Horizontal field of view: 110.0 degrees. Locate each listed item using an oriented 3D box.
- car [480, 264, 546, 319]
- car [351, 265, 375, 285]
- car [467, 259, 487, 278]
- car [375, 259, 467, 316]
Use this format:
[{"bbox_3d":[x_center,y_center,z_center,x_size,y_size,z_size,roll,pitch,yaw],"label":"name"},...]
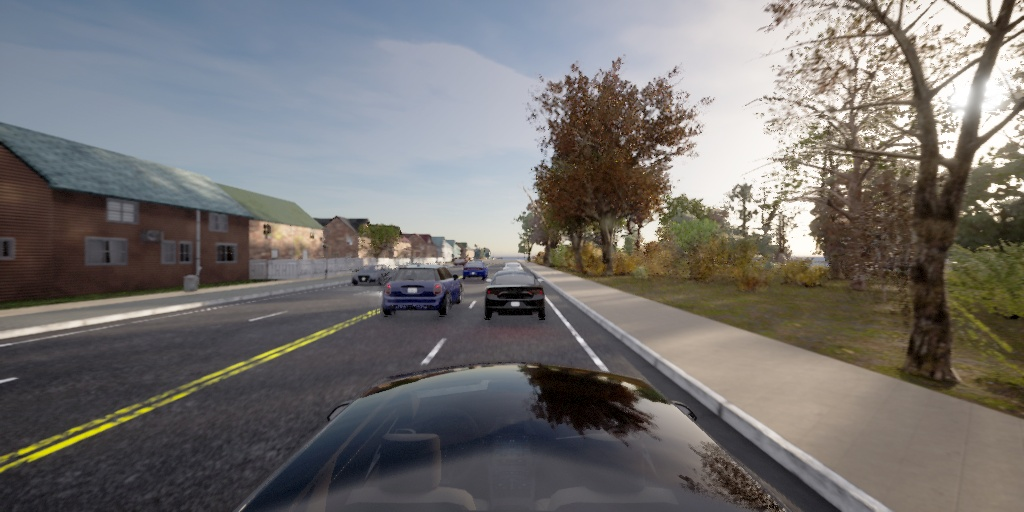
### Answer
[{"bbox_3d":[0.088,1.232,12.791,1.882,1.535,5.008,0,0,0],"label":"car"},{"bbox_3d":[-9.850,1.327,25.799,1.994,1.385,4.181,0,0,0],"label":"car"},{"bbox_3d":[-3.154,1.245,31.637,1.882,1.535,5.008,0,0,0],"label":"car"},{"bbox_3d":[-3.150,1.106,13.461,2.097,1.767,4.553,0,0,0],"label":"car"}]
